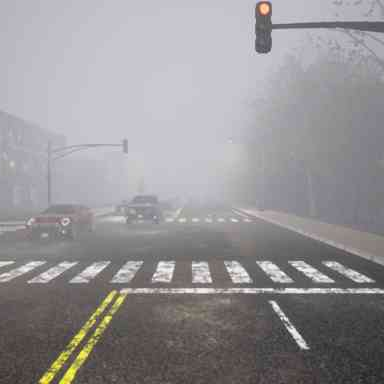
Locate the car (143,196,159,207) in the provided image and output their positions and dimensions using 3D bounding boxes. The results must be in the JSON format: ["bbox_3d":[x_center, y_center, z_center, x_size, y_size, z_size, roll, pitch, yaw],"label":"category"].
[{"bbox_3d":[-6.527,1.458,53.409,1.882,1.535,5.008,0,0,0],"label":"car"}]

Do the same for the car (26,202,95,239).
[{"bbox_3d":[-6.580,1.348,17.110,2.097,1.767,4.553,0,0,0],"label":"car"}]

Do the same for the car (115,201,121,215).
[{"bbox_3d":[-6.559,1.480,34.093,2.128,1.511,4.902,0,0,0],"label":"car"}]

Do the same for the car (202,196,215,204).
[{"bbox_3d":[3.429,1.576,64.693,1.895,1.301,4.718,0,0,0],"label":"car"}]

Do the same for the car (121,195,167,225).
[{"bbox_3d":[-3.322,1.215,24.219,2.150,2.045,5.566,0,0,0],"label":"car"}]

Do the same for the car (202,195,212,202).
[{"bbox_3d":[3.341,1.510,74.711,2.033,1.411,5.357,0,0,0],"label":"car"}]

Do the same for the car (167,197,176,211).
[{"bbox_3d":[-3.302,1.551,39.500,1.994,1.385,4.181,0,0,0],"label":"car"}]

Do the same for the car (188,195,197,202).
[{"bbox_3d":[0.094,1.494,74.636,2.128,1.511,4.902,0,0,0],"label":"car"}]

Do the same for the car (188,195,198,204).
[{"bbox_3d":[0.175,1.576,64.870,1.895,1.301,4.718,0,0,0],"label":"car"}]

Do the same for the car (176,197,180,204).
[{"bbox_3d":[-3.229,1.541,62.662,1.994,1.385,4.181,0,0,1],"label":"car"}]
